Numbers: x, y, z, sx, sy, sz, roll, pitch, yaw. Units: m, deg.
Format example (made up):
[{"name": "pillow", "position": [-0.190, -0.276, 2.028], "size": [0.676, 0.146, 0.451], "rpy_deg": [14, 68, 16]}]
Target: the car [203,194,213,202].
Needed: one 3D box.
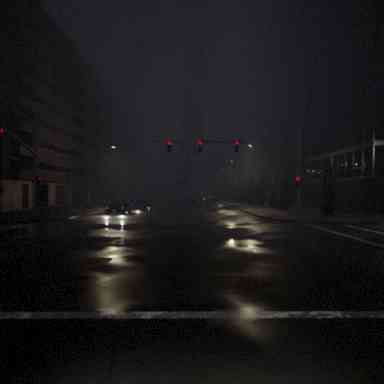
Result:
[{"name": "car", "position": [3.470, 1.315, 74.444], "size": [2.097, 1.767, 4.553], "rpy_deg": [0, 0, 1]}]

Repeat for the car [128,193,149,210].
[{"name": "car", "position": [-7.449, 1.198, 44.002], "size": [2.150, 2.045, 5.566], "rpy_deg": [0, 0, 1]}]

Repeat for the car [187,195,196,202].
[{"name": "car", "position": [-0.021, 1.500, 74.758], "size": [2.033, 1.411, 5.357], "rpy_deg": [0, 0, 1]}]

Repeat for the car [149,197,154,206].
[{"name": "car", "position": [-7.337, 1.518, 54.466], "size": [2.033, 1.411, 5.357], "rpy_deg": [0, 0, 1]}]

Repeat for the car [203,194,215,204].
[{"name": "car", "position": [3.465, 1.457, 64.580], "size": [2.128, 1.511, 4.902], "rpy_deg": [0, 0, 1]}]

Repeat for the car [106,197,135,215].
[{"name": "car", "position": [-7.464, 1.507, 34.092], "size": [1.812, 1.442, 4.674], "rpy_deg": [0, 0, 0]}]

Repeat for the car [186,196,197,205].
[{"name": "car", "position": [-0.103, 1.516, 57.634], "size": [2.033, 1.411, 5.357], "rpy_deg": [0, 0, 1]}]
